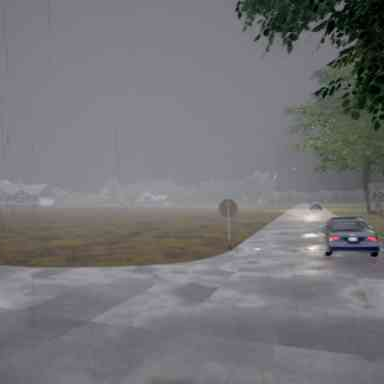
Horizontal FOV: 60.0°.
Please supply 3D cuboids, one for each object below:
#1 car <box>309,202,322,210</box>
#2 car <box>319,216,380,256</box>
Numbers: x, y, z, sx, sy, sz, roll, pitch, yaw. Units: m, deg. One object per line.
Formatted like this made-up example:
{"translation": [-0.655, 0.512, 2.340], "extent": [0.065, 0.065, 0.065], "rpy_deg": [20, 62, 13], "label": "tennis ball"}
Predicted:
{"translation": [21.299, 2.400, 57.363], "extent": [1.812, 1.442, 4.674], "rpy_deg": [-3, -2, 19], "label": "car"}
{"translation": [6.461, 1.731, 13.961], "extent": [2.033, 1.411, 5.357], "rpy_deg": [-3, -2, 20], "label": "car"}
